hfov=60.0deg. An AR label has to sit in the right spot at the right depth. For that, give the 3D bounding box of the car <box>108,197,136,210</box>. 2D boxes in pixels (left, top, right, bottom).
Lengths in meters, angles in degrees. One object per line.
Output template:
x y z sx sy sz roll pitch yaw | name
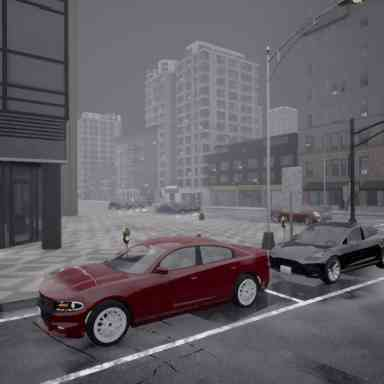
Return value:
-11.767 1.876 54.033 2.150 2.045 5.566 0 -1 -35 | car

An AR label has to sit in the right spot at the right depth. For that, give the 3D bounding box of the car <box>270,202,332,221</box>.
8.355 1.576 25.447 2.097 1.767 4.553 0 -1 -35 | car

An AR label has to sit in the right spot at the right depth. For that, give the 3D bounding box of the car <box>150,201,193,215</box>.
-2.582 2.010 40.906 2.033 1.411 5.357 0 -1 -36 | car

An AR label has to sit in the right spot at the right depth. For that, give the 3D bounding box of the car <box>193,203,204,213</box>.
-0.640 2.008 43.790 2.033 1.411 5.357 0 0 -35 | car

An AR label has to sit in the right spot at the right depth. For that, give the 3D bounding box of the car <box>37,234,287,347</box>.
-0.475 1.544 6.314 4.507 1.381 1.887 0 0 -35 | car

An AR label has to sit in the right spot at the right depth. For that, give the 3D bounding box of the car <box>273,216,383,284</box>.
4.121 1.564 9.591 4.313 1.339 1.947 0 0 -35 | car

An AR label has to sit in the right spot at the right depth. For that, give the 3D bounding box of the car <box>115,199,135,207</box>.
-13.832 2.287 68.392 2.033 1.411 5.357 0 0 -35 | car

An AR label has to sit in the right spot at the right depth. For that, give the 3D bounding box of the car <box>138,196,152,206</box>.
-10.295 1.930 69.013 2.150 2.045 5.566 0 0 -35 | car

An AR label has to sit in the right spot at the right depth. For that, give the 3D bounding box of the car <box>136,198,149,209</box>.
-9.689 2.246 56.738 1.994 1.385 4.181 0 0 -35 | car

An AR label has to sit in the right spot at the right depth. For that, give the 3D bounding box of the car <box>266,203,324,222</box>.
9.142 1.755 29.961 1.837 1.490 4.892 0 -1 -35 | car
